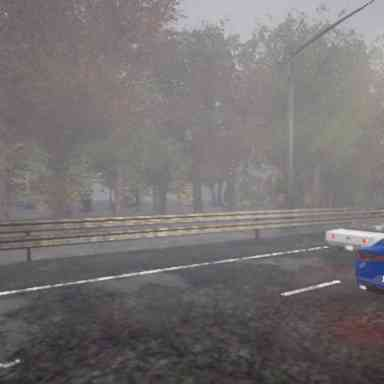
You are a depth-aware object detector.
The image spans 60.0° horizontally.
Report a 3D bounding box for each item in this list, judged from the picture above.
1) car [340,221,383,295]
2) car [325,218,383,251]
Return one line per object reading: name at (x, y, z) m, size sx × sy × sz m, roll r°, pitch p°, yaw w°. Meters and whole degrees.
car at (5.820, 1.522, 7.621) m, size 5.008 × 1.535 × 1.882 m, roll 0°, pitch 0°, yaw -33°
car at (7.358, 1.660, 12.732) m, size 4.718 × 1.301 × 1.895 m, roll 0°, pitch 0°, yaw -32°
